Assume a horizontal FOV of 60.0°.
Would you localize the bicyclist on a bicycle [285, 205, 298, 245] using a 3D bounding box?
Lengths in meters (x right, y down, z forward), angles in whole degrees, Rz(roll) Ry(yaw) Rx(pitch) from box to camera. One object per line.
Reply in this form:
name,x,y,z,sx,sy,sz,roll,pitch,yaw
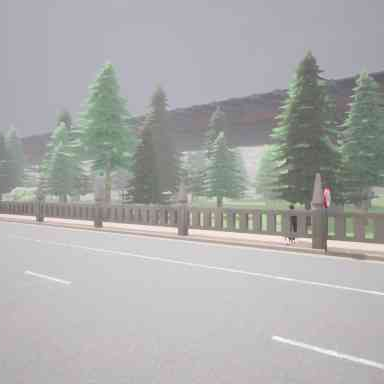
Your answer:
bicyclist on a bicycle,4.111,1.344,13.595,0.582,1.620,1.656,0,-3,35
